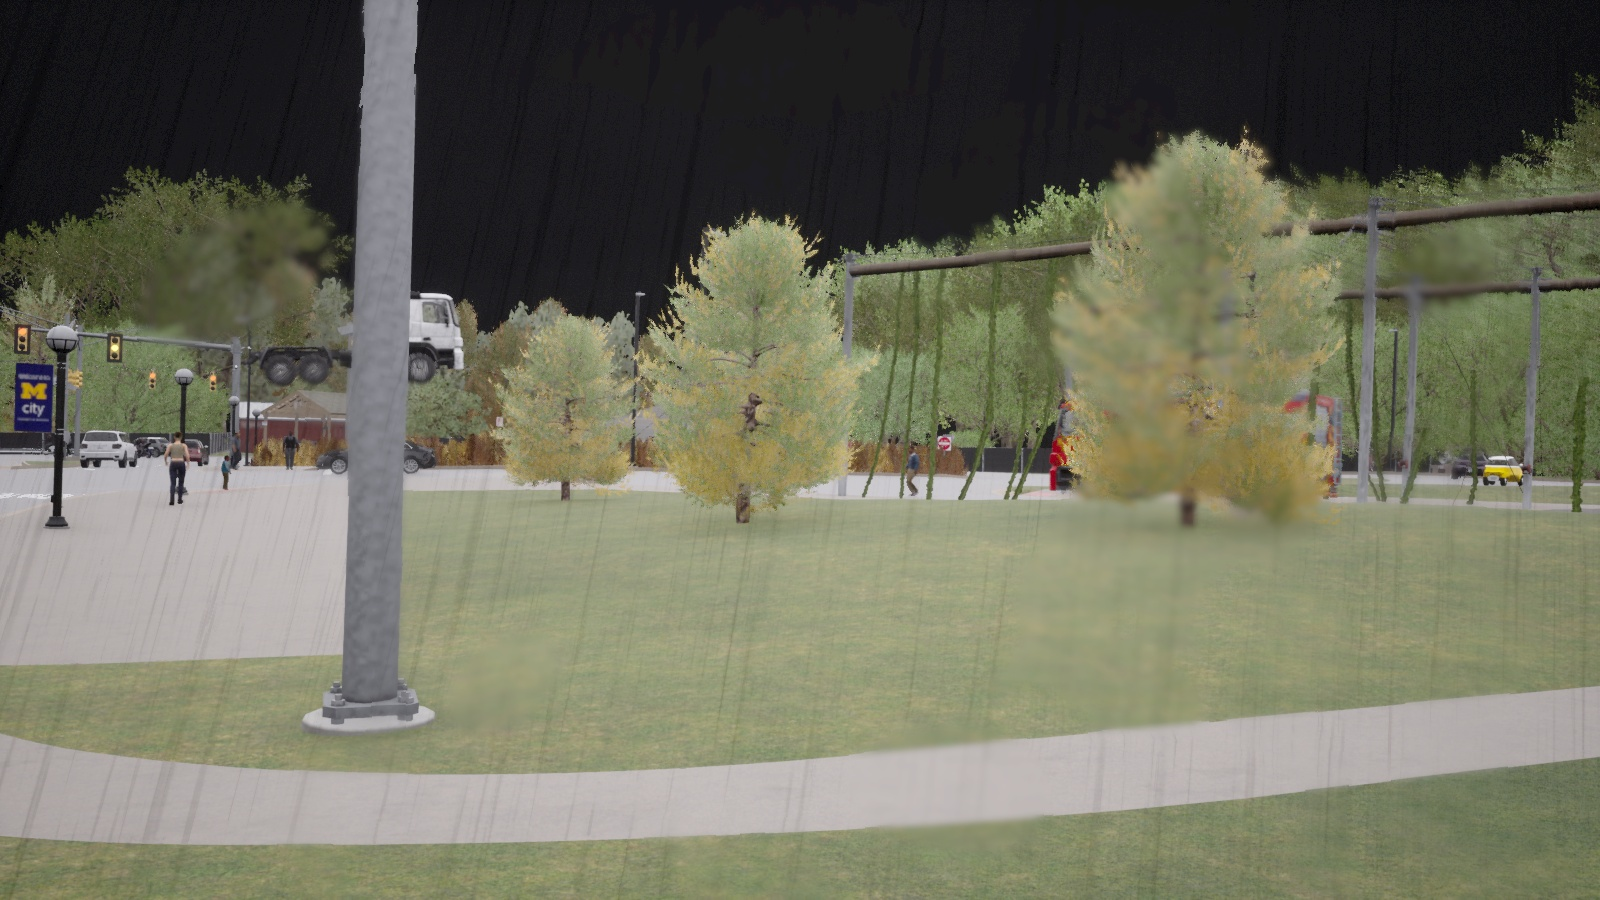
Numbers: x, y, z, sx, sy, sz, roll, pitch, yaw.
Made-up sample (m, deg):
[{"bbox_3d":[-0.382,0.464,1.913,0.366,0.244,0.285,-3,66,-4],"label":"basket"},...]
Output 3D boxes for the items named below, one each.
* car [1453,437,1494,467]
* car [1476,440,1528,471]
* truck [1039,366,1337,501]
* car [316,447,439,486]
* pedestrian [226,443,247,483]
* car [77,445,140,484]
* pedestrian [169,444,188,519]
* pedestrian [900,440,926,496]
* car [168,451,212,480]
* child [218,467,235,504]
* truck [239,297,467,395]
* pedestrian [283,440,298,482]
[{"bbox_3d":[35.595,0.085,66.316,1.816,1.474,4.193,0,1,29],"label":"car"},{"bbox_3d":[32.591,0.260,58.289,2.207,1.376,1.481,-2,1,-43],"label":"car"},{"bbox_3d":[11.940,-0.409,39.343,8.468,3.827,2.891,-1,-1,43],"label":"truck"},{"bbox_3d":[-18.054,0.697,53.746,4.892,1.490,1.837,-1,1,-20],"label":"car"},{"bbox_3d":[-26.257,0.582,58.510,0.694,1.848,0.540,1,0,14],"label":"pedestrian"},{"bbox_3d":[-38.547,0.799,70.137,2.150,2.045,5.566,-1,0,-19],"label":"car"},{"bbox_3d":[-15.462,0.770,31.228,0.345,1.836,0.594,1,0,-20],"label":"pedestrian"},{"bbox_3d":[3.966,0.620,44.130,0.788,1.949,0.423,1,0,-23],"label":"pedestrian"},{"bbox_3d":[-36.864,0.901,75.986,1.851,1.617,3.988,-1,1,-19],"label":"car"},{"bbox_3d":[-18.868,1.159,41.311,0.448,1.192,0.343,0,1,-33],"label":"child"},{"bbox_3d":[-17.337,-4.055,48.912,7.936,3.462,2.891,-4,4,-22],"label":"truck"},{"bbox_3d":[-23.583,0.505,58.136,0.563,1.883,0.849,1,0,-17],"label":"pedestrian"}]
